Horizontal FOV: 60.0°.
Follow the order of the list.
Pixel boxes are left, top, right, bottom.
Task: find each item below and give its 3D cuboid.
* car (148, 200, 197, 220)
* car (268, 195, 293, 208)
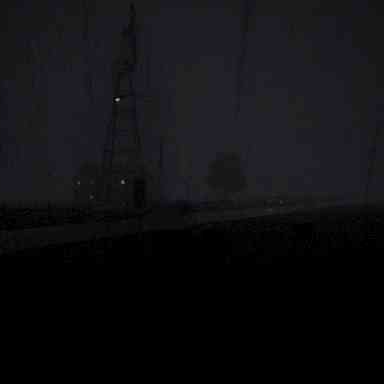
[{"bbox_3d":[-1.558,1.428,28.174,1.882,1.535,5.008,1,1,37],"label":"car"},{"bbox_3d":[12.255,1.225,45.908,2.097,1.767,4.553,1,1,39],"label":"car"}]
